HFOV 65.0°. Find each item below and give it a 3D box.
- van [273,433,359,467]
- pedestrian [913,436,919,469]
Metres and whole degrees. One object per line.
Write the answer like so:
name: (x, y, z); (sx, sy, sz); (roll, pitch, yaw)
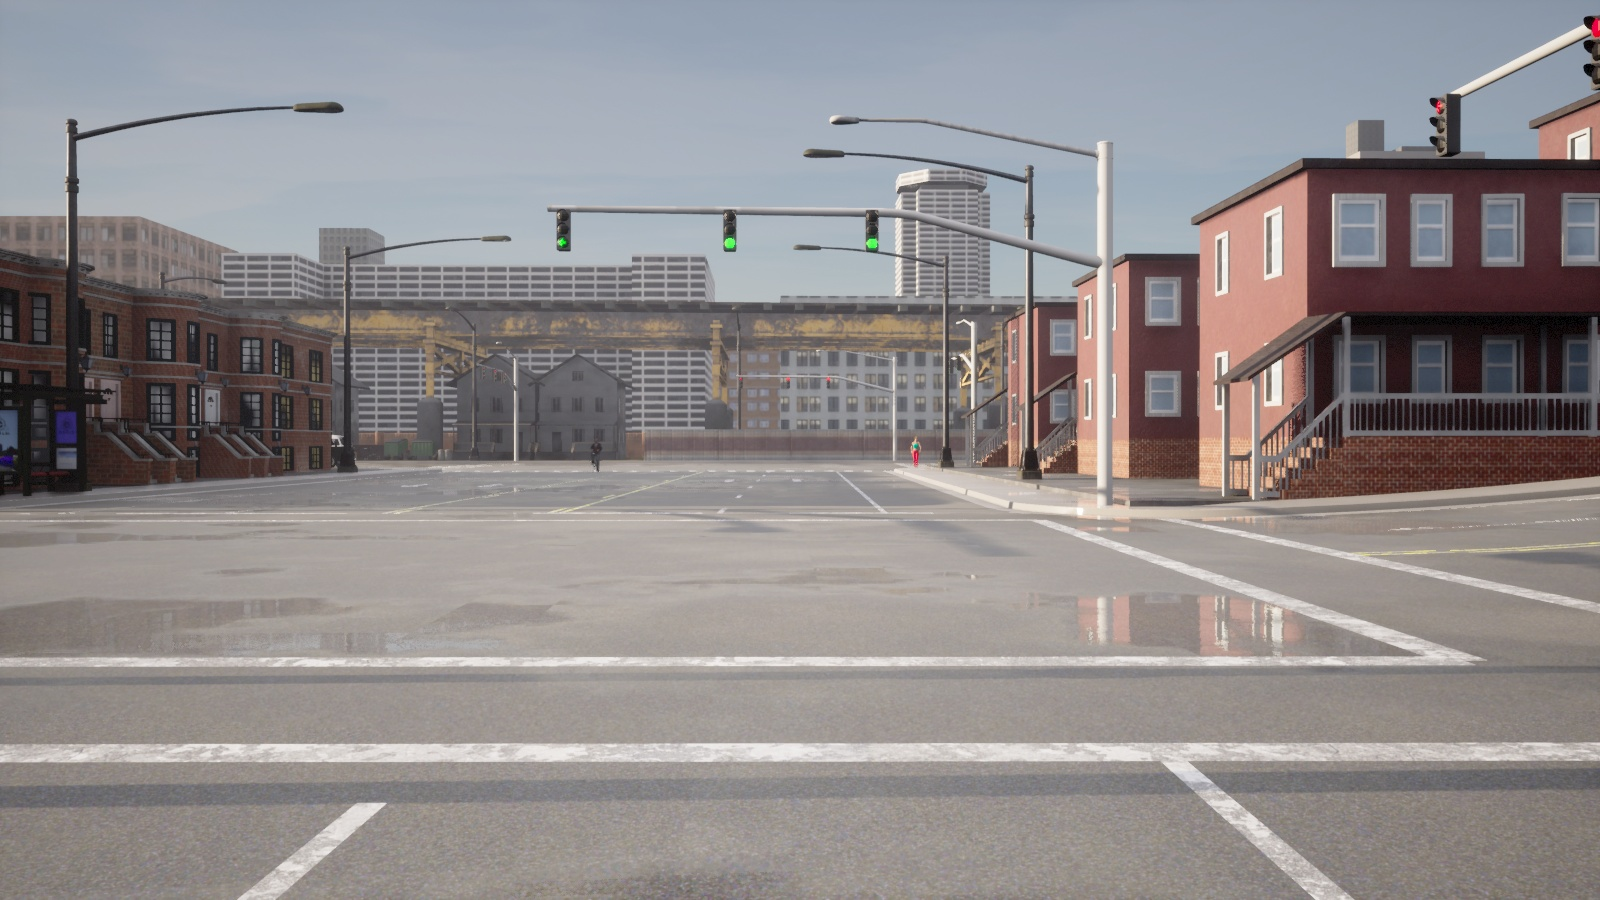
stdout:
van: (-29.763, 0.010, 77.297); (4.480, 2.038, 2.069); (0, 0, 0)
pedestrian: (6.443, 0.143, 69.740); (0.345, 1.836, 0.594); (0, 0, 2)
